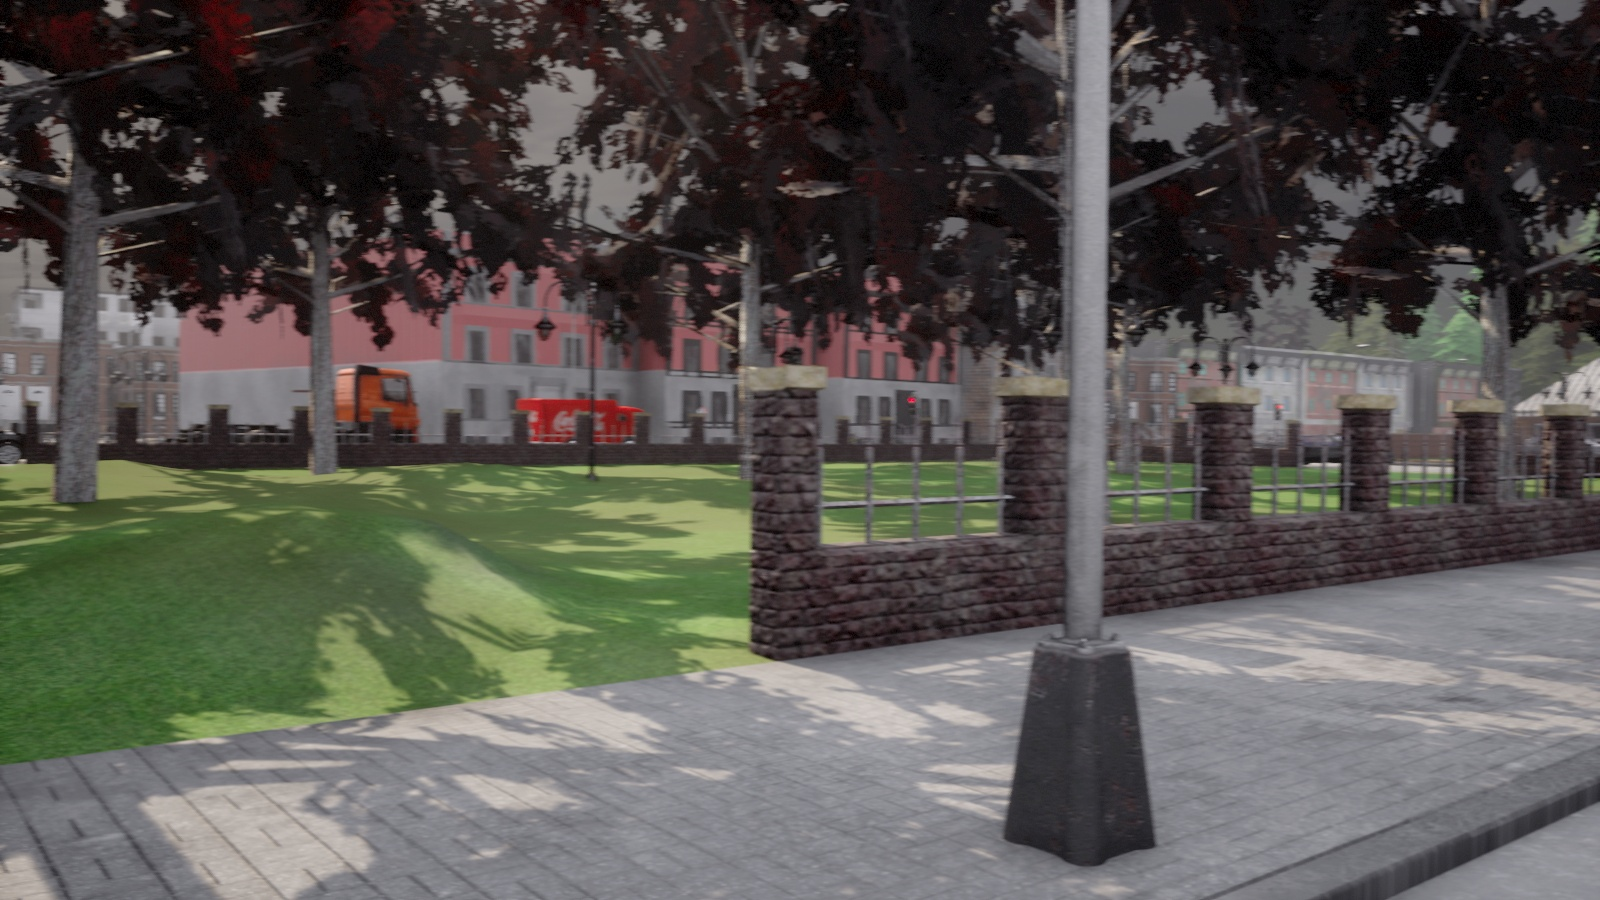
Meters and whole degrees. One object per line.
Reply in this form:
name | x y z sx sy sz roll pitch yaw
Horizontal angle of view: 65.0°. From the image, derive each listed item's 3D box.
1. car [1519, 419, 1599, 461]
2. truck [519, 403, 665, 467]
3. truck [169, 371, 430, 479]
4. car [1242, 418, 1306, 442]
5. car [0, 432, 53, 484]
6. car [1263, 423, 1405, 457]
car | 29.246 -0.394 46.977 1.845 1.501 3.633 -1 1 -40
truck | -8.415 -0.632 51.046 5.204 2.467 2.627 -1 1 -38
truck | -17.374 -0.904 43.967 7.936 3.462 2.891 -1 1 -38
car | 33.803 -1.453 89.470 4.611 1.667 2.242 -1 1 -38
car | -25.425 0.256 37.625 5.008 1.535 1.882 -1 1 -38
car | 23.163 -0.458 54.662 2.033 1.411 5.357 -1 1 -40
